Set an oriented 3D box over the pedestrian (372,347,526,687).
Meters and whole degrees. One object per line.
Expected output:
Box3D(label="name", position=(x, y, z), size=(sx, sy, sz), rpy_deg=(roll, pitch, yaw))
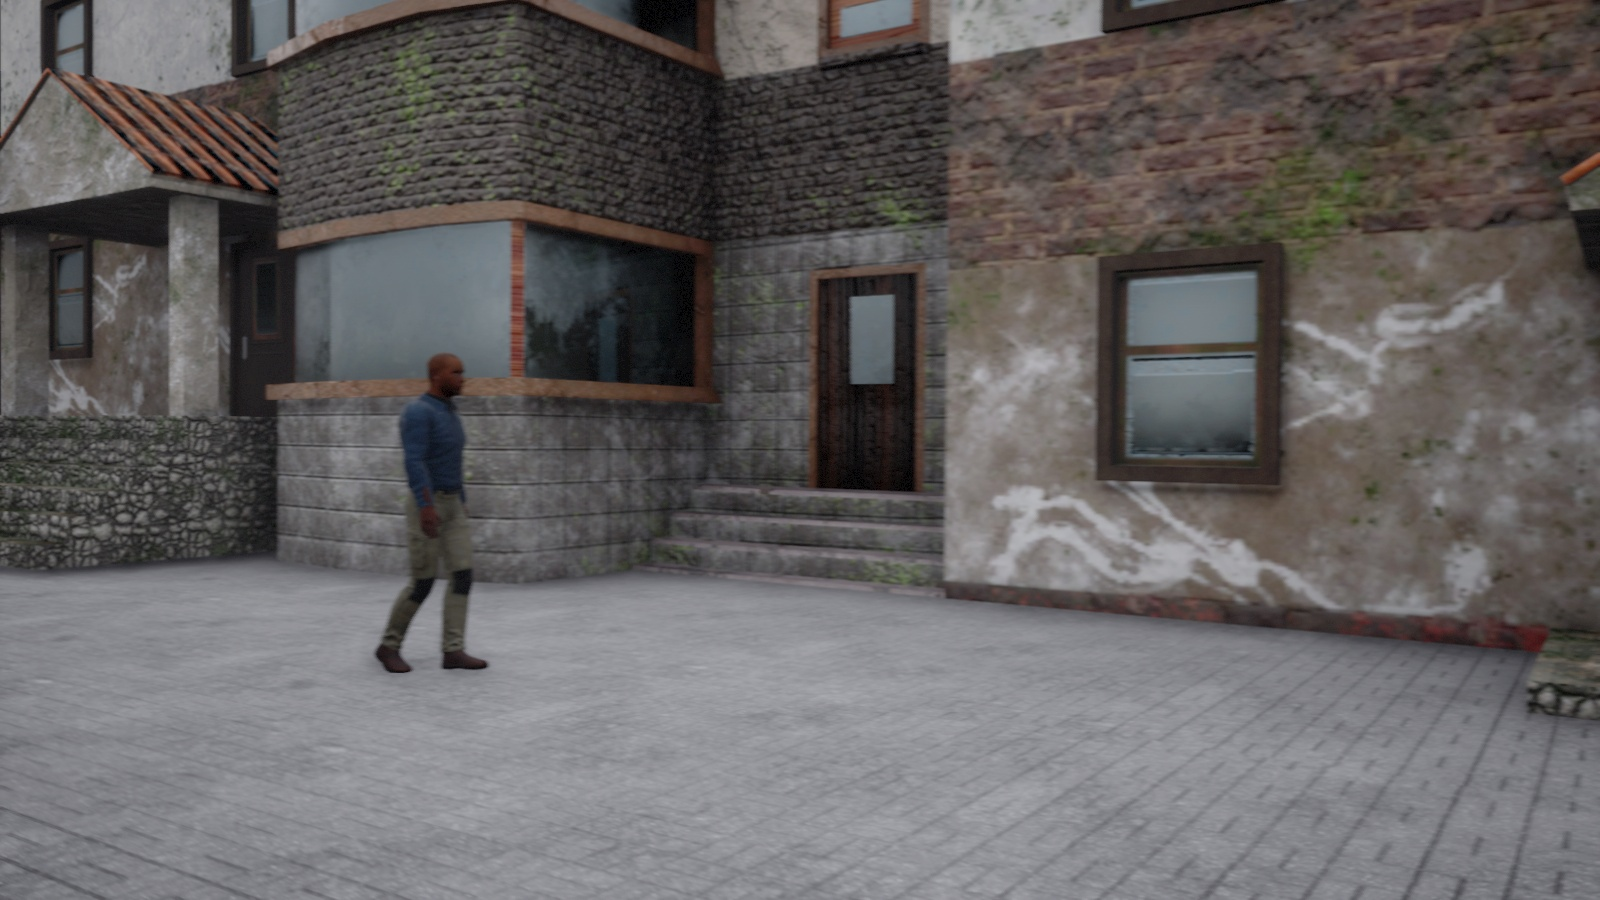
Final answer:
Box3D(label="pedestrian", position=(-1.973, 0.363, 7.073), size=(0.726, 1.835, 0.370), rpy_deg=(0, 1, 17))
